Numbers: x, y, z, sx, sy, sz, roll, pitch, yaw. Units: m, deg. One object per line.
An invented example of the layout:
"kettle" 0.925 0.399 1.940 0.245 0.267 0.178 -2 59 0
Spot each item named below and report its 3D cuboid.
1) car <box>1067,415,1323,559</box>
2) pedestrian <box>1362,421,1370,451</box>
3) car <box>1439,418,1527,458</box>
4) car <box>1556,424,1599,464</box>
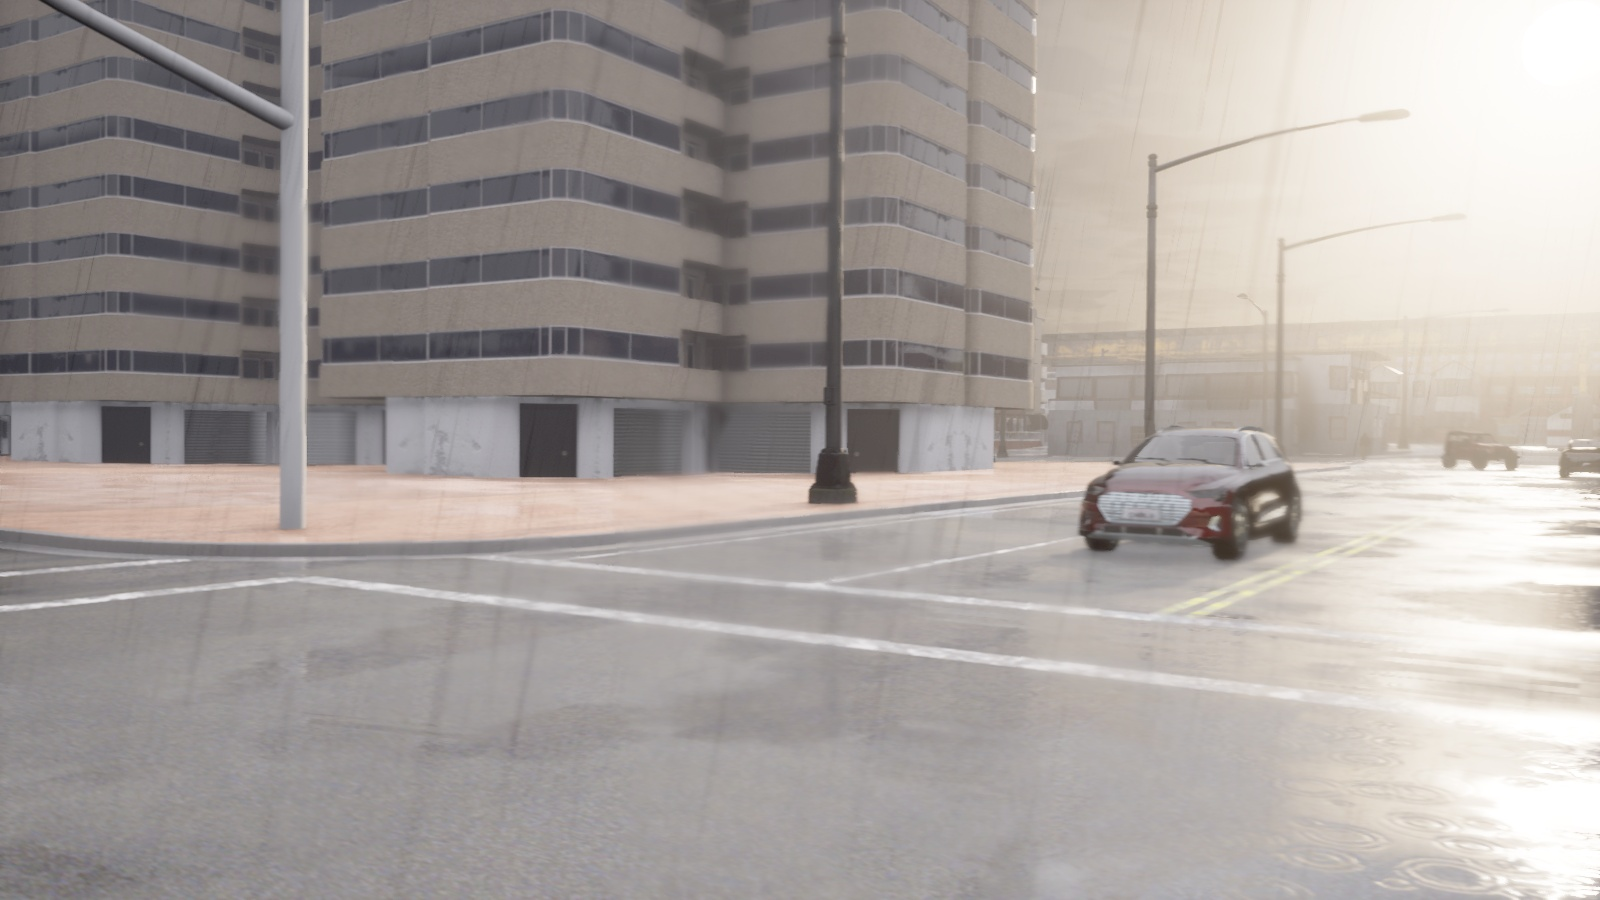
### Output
"car" 5.471 0.381 16.907 2.033 1.649 4.856 0 1 33
"pedestrian" 35.018 -0.861 77.675 0.431 1.840 0.703 0 1 29
"car" 33.396 -0.589 61.528 1.905 1.878 3.866 0 1 -7
"car" 31.064 -0.267 49.346 2.128 1.511 4.902 0 1 33
